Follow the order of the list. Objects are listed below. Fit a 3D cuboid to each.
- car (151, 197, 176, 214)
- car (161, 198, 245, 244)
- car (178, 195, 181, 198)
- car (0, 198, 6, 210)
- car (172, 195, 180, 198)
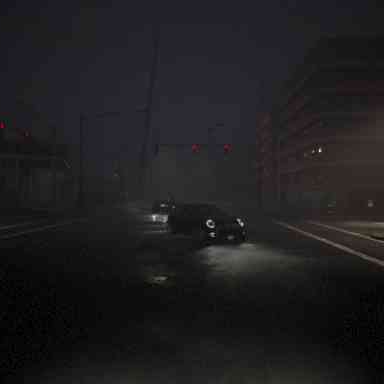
[{"bbox_3d":[-3.151,1.547,35.301,2.033,1.411,5.357,0,0,0],"label":"car"},{"bbox_3d":[0.531,1.352,16.102,2.097,1.767,4.553,0,0,-30],"label":"car"},{"bbox_3d":[-3.340,1.352,66.603,2.097,1.767,4.553,0,0,0],"label":"car"},{"bbox_3d":[-24.023,1.456,38.959,3.806,1.475,1.970,0,0,1],"label":"car"},{"bbox_3d":[-3.269,1.563,49.763,1.994,1.385,4.181,0,0,0],"label":"car"}]
